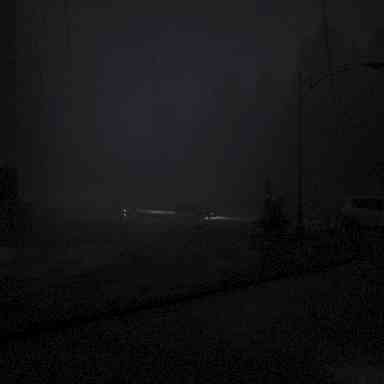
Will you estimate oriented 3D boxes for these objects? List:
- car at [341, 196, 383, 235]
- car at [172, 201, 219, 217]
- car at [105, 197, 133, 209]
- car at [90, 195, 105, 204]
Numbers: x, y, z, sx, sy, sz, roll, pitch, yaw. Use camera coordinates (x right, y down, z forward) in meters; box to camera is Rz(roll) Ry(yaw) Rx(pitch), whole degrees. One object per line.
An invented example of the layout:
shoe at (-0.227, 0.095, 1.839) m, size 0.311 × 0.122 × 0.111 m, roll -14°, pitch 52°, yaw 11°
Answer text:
car at (9.825, 1.221, 16.157) m, size 2.150 × 2.045 × 5.566 m, roll 1°, pitch -1°, yaw -17°
car at (0.217, 1.544, 31.247) m, size 2.033 × 1.411 × 5.357 m, roll 0°, pitch 0°, yaw -36°
car at (-9.409, 1.489, 44.724) m, size 2.128 × 1.511 × 4.902 m, roll 0°, pitch 0°, yaw -35°
car at (-18.055, 1.348, 63.971) m, size 2.097 × 1.767 × 4.553 m, roll 0°, pitch 0°, yaw -35°
